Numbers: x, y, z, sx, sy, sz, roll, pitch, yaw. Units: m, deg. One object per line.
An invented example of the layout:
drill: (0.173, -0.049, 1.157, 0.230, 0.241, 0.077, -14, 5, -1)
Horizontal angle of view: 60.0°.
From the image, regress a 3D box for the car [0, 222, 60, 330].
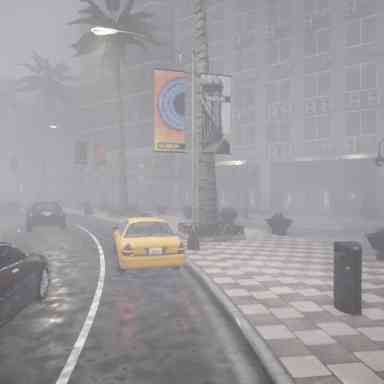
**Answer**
car: (-3.759, 1.502, 5.306, 1.837, 1.490, 4.892, 0, 0, -8)

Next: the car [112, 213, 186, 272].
car: (-1.584, 1.456, 10.823, 1.801, 1.575, 5.366, 0, 0, -15)

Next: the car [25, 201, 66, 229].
car: (-9.301, 1.345, 20.945, 2.097, 1.767, 4.553, 0, 0, -28)

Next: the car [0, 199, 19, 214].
car: (-19.354, 1.475, 33.930, 4.902, 1.511, 2.128, 0, 0, 44)
